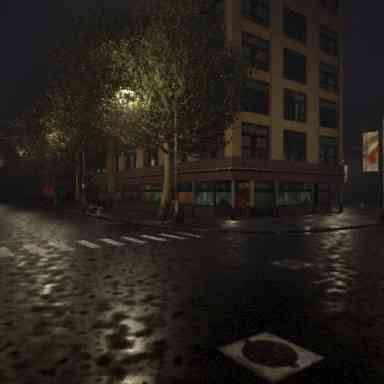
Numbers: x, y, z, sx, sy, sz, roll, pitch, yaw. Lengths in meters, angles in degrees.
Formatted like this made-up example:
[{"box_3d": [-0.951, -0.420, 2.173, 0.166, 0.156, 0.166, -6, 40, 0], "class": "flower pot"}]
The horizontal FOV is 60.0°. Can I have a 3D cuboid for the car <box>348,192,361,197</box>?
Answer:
[{"box_3d": [39.927, 1.316, 84.591, 2.002, 1.452, 4.674, 0, 0, -36], "class": "car"}]

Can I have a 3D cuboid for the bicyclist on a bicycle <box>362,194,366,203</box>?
[{"box_3d": [34.143, 1.307, 65.970, 1.656, 1.620, 0.582, 0, 0, -36], "class": "bicyclist on a bicycle"}]
